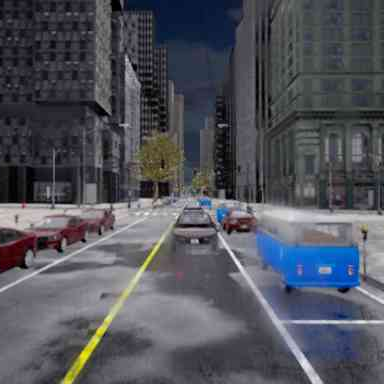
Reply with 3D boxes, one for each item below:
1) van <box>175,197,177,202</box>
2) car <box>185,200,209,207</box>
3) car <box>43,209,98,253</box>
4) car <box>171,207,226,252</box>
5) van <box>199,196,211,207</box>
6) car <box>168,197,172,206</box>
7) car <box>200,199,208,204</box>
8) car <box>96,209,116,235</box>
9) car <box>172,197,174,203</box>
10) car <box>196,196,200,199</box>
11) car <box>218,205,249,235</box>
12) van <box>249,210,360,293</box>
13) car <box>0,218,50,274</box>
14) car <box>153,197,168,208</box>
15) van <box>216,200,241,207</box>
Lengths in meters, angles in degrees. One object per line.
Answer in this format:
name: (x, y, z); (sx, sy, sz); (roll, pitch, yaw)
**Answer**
van: (-5.743, 2.131, 89.691); (1.690, 1.788, 3.998); (0, -1, 0)
car: (0.104, 1.736, 29.391); (2.128, 1.511, 4.902); (0, -1, 0)
car: (-5.773, 1.663, 14.337); (1.887, 1.381, 4.507); (0, 0, 0)
car: (0.101, 1.612, 14.607); (2.128, 1.511, 4.902); (0, -1, 0)
van: (2.778, 1.885, 63.352); (1.690, 1.788, 3.998); (0, -1, 0)
car: (-5.747, 2.136, 68.534); (1.887, 1.381, 4.507); (0, -1, 0)
car: (2.780, 2.276, 79.589); (1.802, 1.307, 4.206); (0, -1, 0)
car: (-5.773, 1.709, 19.862); (1.887, 1.381, 4.507); (0, 0, 0)
car: (-5.745, 1.955, 73.825); (2.192, 1.841, 5.009); (0, -1, 0)
car: (2.781, 2.296, 85.002); (2.008, 1.369, 4.403); (0, -1, 0)
car: (2.782, 1.709, 19.842); (1.887, 1.381, 4.507); (0, 0, 0)
van: (2.779, 1.414, 8.795); (1.690, 1.788, 3.998); (0, 0, 0)
car: (-5.773, 1.618, 8.812); (1.887, 1.381, 4.507); (0, 0, 0)
car: (-5.755, 2.019, 57.784); (1.752, 1.417, 4.829); (0, -1, 0)
van: (2.785, 1.552, 25.369); (1.690, 1.788, 3.998); (0, 0, 0)
